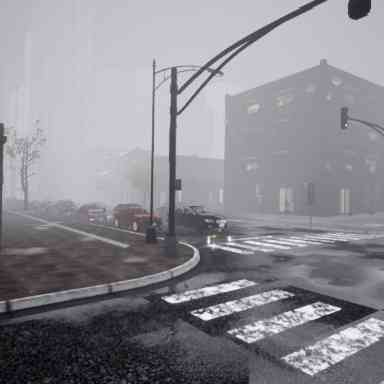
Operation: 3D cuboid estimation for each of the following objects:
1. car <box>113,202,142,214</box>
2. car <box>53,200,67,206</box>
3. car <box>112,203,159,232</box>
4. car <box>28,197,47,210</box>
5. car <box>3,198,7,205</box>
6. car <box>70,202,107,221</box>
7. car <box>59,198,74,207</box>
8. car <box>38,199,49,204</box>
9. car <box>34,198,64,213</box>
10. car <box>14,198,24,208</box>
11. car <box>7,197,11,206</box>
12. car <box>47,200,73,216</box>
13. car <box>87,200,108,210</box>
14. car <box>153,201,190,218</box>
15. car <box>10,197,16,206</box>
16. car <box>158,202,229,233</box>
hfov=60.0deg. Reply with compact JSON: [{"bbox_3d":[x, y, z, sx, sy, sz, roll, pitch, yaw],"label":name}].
[{"bbox_3d":[-8.338,1.966,42.921,2.008,1.369,4.403,1,-1,-35],"label":"car"},{"bbox_3d":[-28.403,2.307,71.405,1.802,1.307,4.206,1,-1,-35],"label":"car"},{"bbox_3d":[-3.426,1.615,20.831,1.887,1.381,4.507,1,-1,-35],"label":"car"},{"bbox_3d":[-22.718,1.892,48.546,1.752,1.417,4.829,1,-1,-35],"label":"car"},{"bbox_3d":[-38.441,1.931,71.144,2.192,1.841,5.009,1,-1,-35],"label":"car"},{"bbox_3d":[-8.584,1.730,28.207,1.802,1.307,4.206,1,-1,-35],"label":"car"},{"bbox_3d":[-25.233,2.115,66.872,1.967,1.590,4.097,1,-1,-35],"label":"car"},{"bbox_3d":[-38.012,2.404,85.149,1.752,1.417,4.829,1,-1,-35],"label":"car"},{"bbox_3d":[-18.041,1.843,41.785,2.008,1.369,4.403,1,-1,-35],"label":"car"},{"bbox_3d":[-29.113,2.013,57.785,1.887,1.381,4.507,1,-1,-35],"label":"car"},{"bbox_3d":[-35.272,2.132,66.606,1.947,1.339,4.313,1,-1,-35],"label":"car"},{"bbox_3d":[-13.741,1.792,35.585,1.947,1.339,4.313,1,-1,-35],"label":"car"},{"bbox_3d":[-14.820,2.039,52.098,1.752,1.417,4.829,1,-1,-35],"label":"car"},{"bbox_3d":[-2.134,1.761,34.060,1.967,1.590,4.097,1,-1,-35],"label":"car"},{"bbox_3d":[-32.101,2.082,62.072,1.947,1.339,4.313,1,-1,-35],"label":"car"},{"bbox_3d":[0.247,1.593,20.335,2.128,1.511,4.902,1,-1,-35],"label":"car"}]
